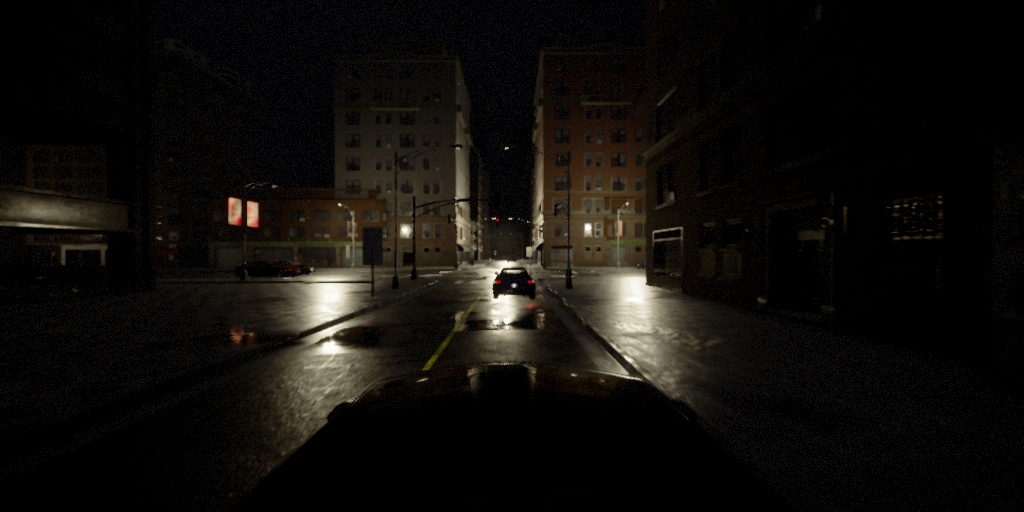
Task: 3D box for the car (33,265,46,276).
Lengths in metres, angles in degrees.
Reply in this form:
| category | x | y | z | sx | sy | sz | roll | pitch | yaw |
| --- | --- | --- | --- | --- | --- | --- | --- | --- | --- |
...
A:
| category | x | y | z | sx | sy | sz | roll | pitch | yaw |
| --- | --- | --- | --- | --- | --- | --- | --- | --- | --- |
| car | -46.996 | 1.252 | 33.763 | 5.357 | 1.411 | 2.033 | 0 | 0 | 0 |

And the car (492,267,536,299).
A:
| category | x | y | z | sx | sy | sz | roll | pitch | yaw |
| --- | --- | --- | --- | --- | --- | --- | --- | --- | --- |
| car | 0.091 | 1.216 | 17.348 | 1.994 | 1.385 | 4.181 | 0 | 0 | 0 |

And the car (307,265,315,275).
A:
| category | x | y | z | sx | sy | sz | roll | pitch | yaw |
| --- | --- | --- | --- | --- | --- | --- | --- | --- | --- |
| car | -21.293 | 1.115 | 33.833 | 4.902 | 1.511 | 2.128 | 0 | 0 | 0 |

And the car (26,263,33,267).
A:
| category | x | y | z | sx | sy | sz | roll | pitch | yaw |
| --- | --- | --- | --- | --- | --- | --- | --- | --- | --- |
| car | -44.654 | 1.072 | 30.502 | 4.553 | 1.767 | 2.097 | 0 | 0 | 0 |

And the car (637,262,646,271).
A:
| category | x | y | z | sx | sy | sz | roll | pitch | yaw |
| --- | --- | --- | --- | --- | --- | --- | --- | --- | --- |
| car | 16.610 | 0.954 | 40.748 | 4.674 | 1.442 | 1.812 | 0 | 0 | 0 |

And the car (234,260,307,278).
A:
| category | x | y | z | sx | sy | sz | roll | pitch | yaw |
| --- | --- | --- | --- | --- | --- | --- | --- | --- | --- |
| car | -20.764 | 1.122 | 30.587 | 5.008 | 1.535 | 1.882 | 0 | 0 | 0 |
